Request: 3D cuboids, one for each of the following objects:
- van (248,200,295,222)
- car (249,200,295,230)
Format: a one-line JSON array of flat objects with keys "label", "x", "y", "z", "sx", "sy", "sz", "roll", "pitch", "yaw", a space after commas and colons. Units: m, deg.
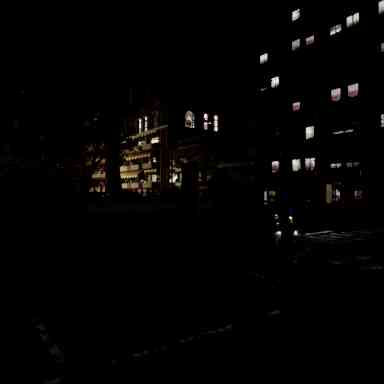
[{"label": "van", "x": 7.155, "y": 1.642, "z": 30.201, "sx": 1.690, "sy": 1.788, "sz": 3.998, "roll": -1, "pitch": 0, "yaw": -36}, {"label": "car", "x": 4.937, "y": 1.605, "z": 23.434, "sx": 2.097, "sy": 1.767, "sz": 4.553, "roll": 0, "pitch": -1, "yaw": -36}]
